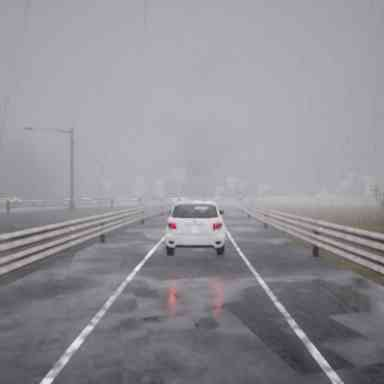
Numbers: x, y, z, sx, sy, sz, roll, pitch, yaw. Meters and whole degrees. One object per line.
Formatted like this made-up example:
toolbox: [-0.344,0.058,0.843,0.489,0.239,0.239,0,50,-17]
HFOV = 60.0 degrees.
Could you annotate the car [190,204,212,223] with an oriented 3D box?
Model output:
car: [0.876,1.802,29.247,1.812,1.442,4.674,0,0,4]

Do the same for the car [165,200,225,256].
car: [0.171,1.349,13.941,2.150,2.045,5.566,0,0,2]
